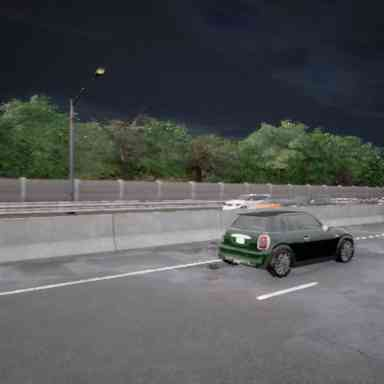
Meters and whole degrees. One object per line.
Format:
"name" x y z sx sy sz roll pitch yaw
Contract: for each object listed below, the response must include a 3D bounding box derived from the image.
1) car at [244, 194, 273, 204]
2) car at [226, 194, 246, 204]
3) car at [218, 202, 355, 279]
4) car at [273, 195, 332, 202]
"car" 7.441 1.370 30.776 4.553 1.767 2.097 0 0 -35
"car" 5.878 1.243 33.958 5.566 2.045 2.150 1 0 -35
"car" 3.057 1.353 10.349 4.553 1.767 2.097 0 0 -36
"car" 9.729 1.241 28.111 5.566 2.045 2.150 0 0 -35
